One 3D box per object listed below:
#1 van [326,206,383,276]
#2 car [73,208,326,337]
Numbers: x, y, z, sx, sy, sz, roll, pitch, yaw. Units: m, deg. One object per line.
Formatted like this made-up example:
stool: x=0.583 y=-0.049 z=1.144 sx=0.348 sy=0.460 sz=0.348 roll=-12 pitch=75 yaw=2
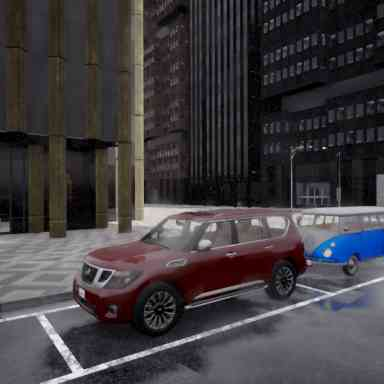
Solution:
van: x=4.759 y=1.342 z=10.055 sx=3.998 sy=1.788 sz=1.690 roll=0 pitch=0 yaw=-36
car: x=0.262 y=1.315 z=6.845 sx=5.009 sy=1.841 sz=2.192 roll=0 pitch=0 yaw=-36
